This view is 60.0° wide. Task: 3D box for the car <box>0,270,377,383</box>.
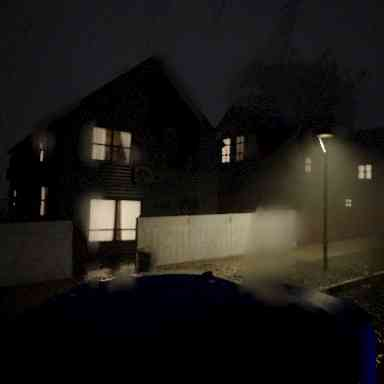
[{"bbox_3d":[-0.535,1.485,2.566,5.008,1.535,1.882,1,0,-35],"label":"car"}]
